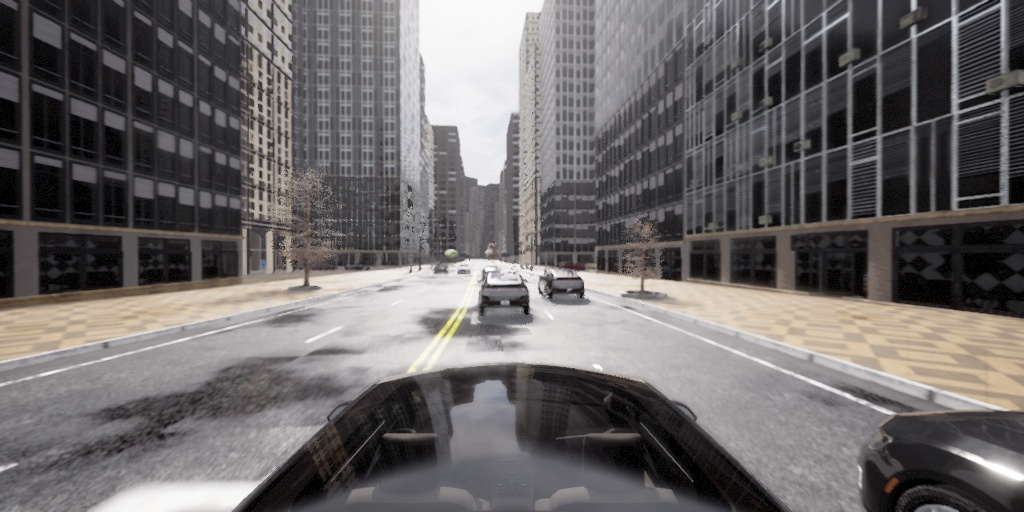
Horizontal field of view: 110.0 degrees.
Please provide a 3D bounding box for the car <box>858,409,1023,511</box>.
[{"bbox_3d":[3.298,1.234,0.435,1.837,1.490,4.892,0,-1,0],"label":"car"}]

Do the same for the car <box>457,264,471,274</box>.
[{"bbox_3d":[-6.975,1.856,52.425,1.812,1.442,4.674,0,-1,-5],"label":"car"}]

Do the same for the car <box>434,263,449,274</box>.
[{"bbox_3d":[-10.209,1.844,52.097,1.837,1.490,4.892,0,-1,-5],"label":"car"}]

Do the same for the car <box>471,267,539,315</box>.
[{"bbox_3d":[-0.363,1.388,14.488,2.128,1.511,4.902,0,-1,-3],"label":"car"}]

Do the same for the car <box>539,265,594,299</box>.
[{"bbox_3d":[2.556,1.435,19.445,2.128,1.511,4.902,0,-1,-4],"label":"car"}]
